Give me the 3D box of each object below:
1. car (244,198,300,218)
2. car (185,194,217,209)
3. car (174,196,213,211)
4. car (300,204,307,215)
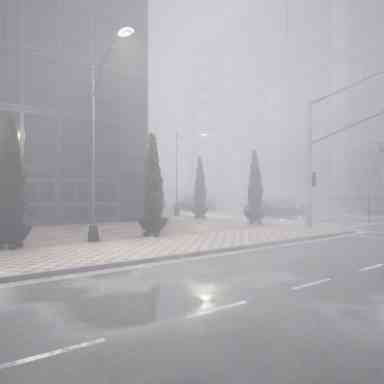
[{"bbox_3d":[7.063,1.533,30.877,1.882,1.535,5.008,0,0,-36],"label":"car"},{"bbox_3d":[0.958,1.277,45.191,2.150,2.045,5.566,0,0,-36],"label":"car"},{"bbox_3d":[-0.190,1.602,40.822,2.033,1.411,5.357,0,0,-36],"label":"car"},{"bbox_3d":[9.506,1.407,33.469,2.097,1.767,4.553,0,0,-36],"label":"car"}]
